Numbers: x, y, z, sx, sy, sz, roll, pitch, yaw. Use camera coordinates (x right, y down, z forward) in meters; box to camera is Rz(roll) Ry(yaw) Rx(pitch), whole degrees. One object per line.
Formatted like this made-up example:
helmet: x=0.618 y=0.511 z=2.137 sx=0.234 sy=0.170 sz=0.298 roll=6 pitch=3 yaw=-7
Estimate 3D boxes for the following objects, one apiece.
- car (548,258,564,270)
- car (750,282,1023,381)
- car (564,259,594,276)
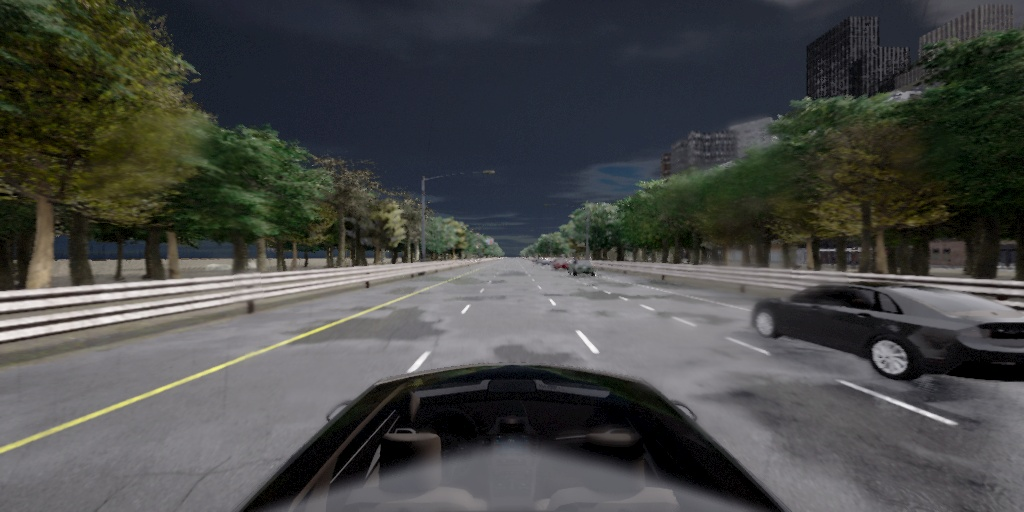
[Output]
car: x=7.120 y=1.155 z=54.092 sx=2.097 sy=1.767 sz=4.553 roll=0 pitch=0 yaw=0
car: x=7.003 y=1.258 z=7.196 sx=1.837 sy=1.490 sz=4.892 roll=0 pitch=0 yaw=0
car: x=7.051 y=1.135 z=37.066 sx=2.097 sy=1.767 sz=4.553 roll=0 pitch=0 yaw=0
